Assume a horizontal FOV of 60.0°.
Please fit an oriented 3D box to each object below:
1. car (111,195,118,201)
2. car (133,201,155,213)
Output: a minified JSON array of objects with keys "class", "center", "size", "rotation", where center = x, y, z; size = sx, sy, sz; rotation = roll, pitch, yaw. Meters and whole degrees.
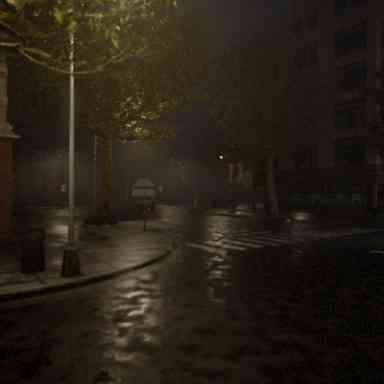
[{"class":"car","center":[-19.142,1.509,84.058],"size":[4.674,1.452,2.002],"rotation":[0,0,-36]},{"class":"car","center":[-5.524,1.607,38.255],"size":[1.837,1.490,4.892],"rotation":[-1,1,-20]}]
